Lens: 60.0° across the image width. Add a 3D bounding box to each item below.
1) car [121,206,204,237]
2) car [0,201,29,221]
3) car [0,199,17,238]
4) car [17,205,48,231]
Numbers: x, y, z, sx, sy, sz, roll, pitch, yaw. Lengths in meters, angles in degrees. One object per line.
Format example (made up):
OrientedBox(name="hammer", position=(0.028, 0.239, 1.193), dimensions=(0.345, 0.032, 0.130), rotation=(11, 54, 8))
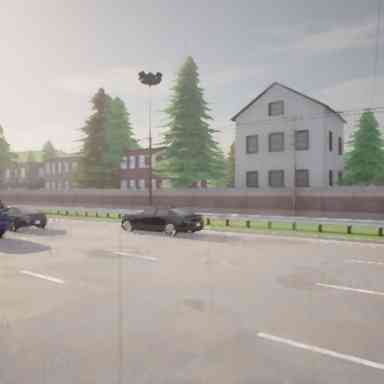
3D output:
OrientedBox(name="car", position=(-1.694, 1.485, 18.102), dimensions=(5.008, 1.535, 1.882), rotation=(0, 0, 36))
OrientedBox(name="car", position=(-16.403, 1.566, 28.599), dimensions=(5.357, 1.411, 2.033), rotation=(0, 0, 36))
OrientedBox(name="car", position=(-11.149, 1.234, 16.250), dimensions=(5.566, 2.045, 2.150), rotation=(0, 0, 36))
OrientedBox(name="car", position=(-10.610, 1.538, 20.165), dimensions=(4.674, 1.442, 1.812), rotation=(0, 0, 36))
